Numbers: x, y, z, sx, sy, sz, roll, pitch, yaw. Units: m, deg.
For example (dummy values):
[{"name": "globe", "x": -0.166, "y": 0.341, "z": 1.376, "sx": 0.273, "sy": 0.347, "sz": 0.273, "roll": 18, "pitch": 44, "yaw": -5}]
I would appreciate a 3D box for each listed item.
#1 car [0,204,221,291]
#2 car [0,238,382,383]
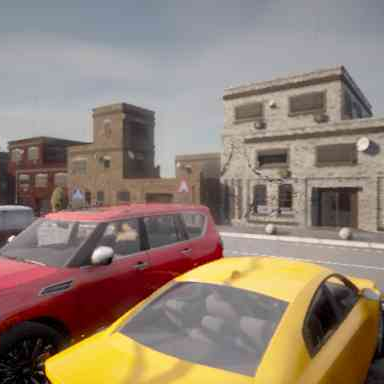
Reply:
[{"name": "car", "x": -1.523, "y": 1.269, "z": 5.421, "sx": 2.435, "sy": 2.045, "sz": 5.566, "roll": -1, "pitch": -1, "yaw": 35}, {"name": "car", "x": 0.878, "y": 1.492, "z": 3.759, "sx": 2.097, "sy": 1.535, "sz": 5.008, "roll": -1, "pitch": 0, "yaw": 35}]
